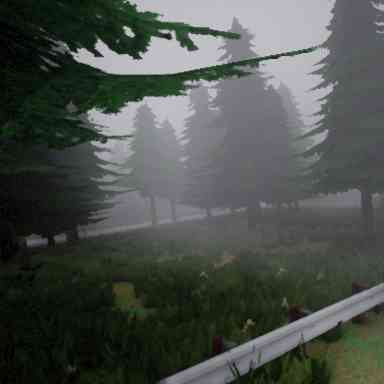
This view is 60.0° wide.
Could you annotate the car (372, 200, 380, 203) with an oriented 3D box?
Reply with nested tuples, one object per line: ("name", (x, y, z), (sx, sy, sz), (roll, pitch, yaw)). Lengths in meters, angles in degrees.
("car", (23.424, 1.373, 41.814), (2.128, 1.511, 4.902), (-5, -1, -6))
